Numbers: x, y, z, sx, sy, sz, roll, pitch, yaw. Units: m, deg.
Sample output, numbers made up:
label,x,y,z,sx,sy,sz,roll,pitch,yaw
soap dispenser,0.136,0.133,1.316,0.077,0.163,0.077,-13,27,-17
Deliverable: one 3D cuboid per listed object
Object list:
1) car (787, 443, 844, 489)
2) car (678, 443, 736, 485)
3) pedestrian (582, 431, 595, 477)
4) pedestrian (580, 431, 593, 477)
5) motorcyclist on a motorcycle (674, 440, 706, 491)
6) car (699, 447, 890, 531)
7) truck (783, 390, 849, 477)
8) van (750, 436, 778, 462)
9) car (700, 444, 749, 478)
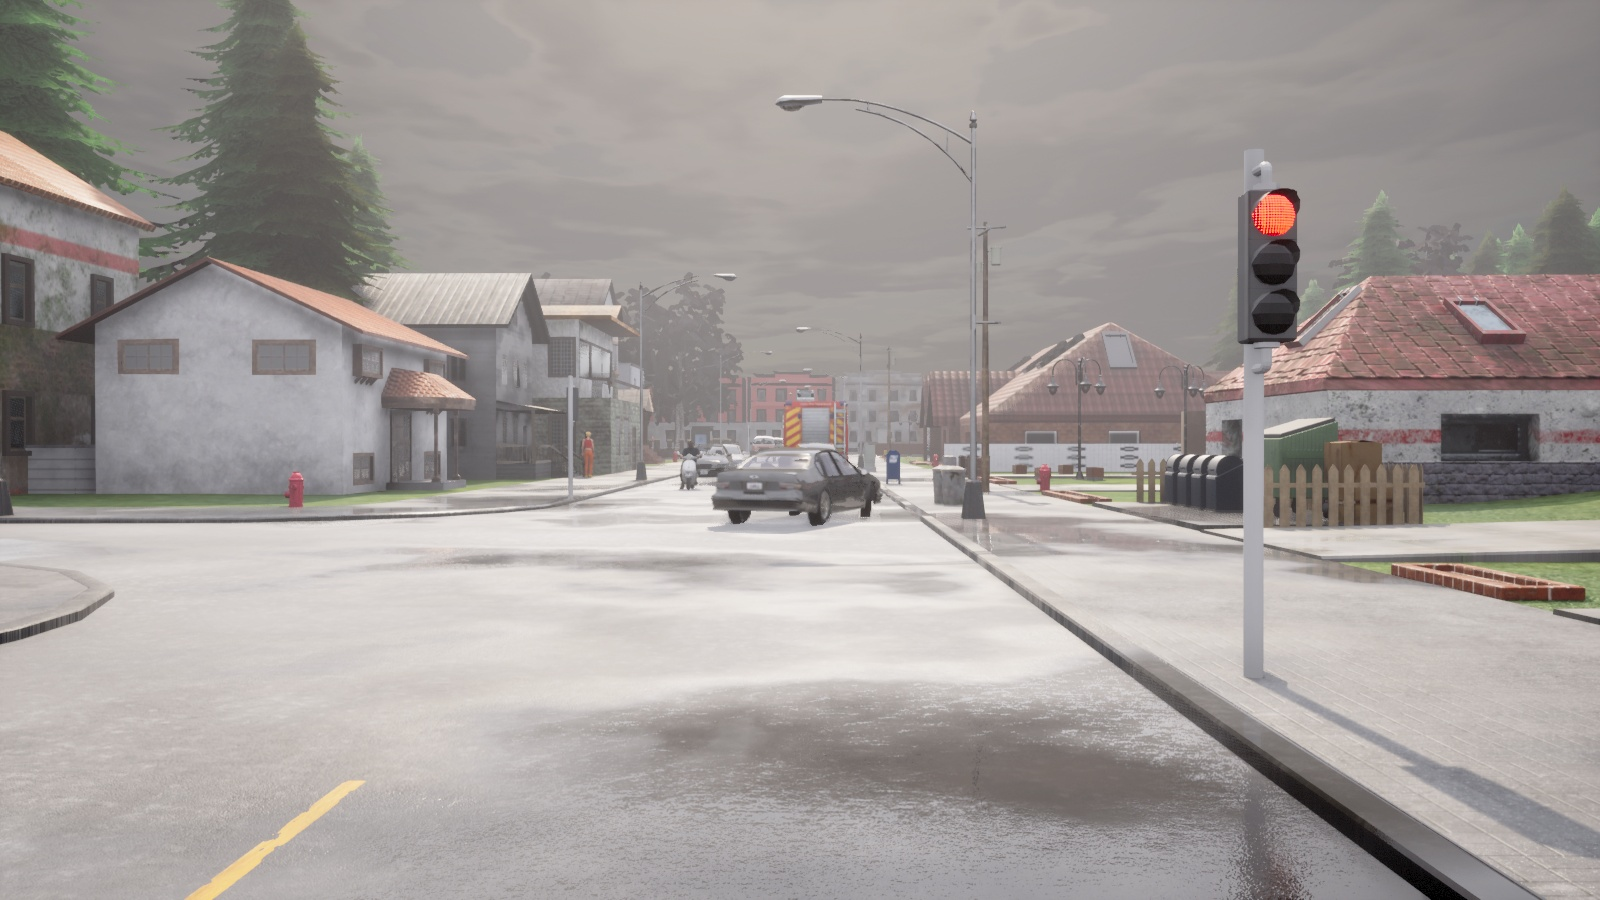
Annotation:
label,x,y,z,sx,sy,sz,roll,pitch,yaw
car,0.536,0.508,43.151,1.837,1.490,4.892,0,0,1
car,-3.419,0.492,46.936,1.816,1.474,4.193,0,0,1
pedestrian,-8.433,0.167,50.097,0.345,1.836,0.594,0,0,8
pedestrian,-8.663,0.162,50.864,0.370,1.835,0.726,0,0,3
motorcyclist on a motorcycle,-3.507,0.470,40.226,0.866,1.590,1.817,0,0,1
car,0.067,0.657,24.327,2.033,1.411,5.357,0,0,19
truck,0.732,-0.752,59.198,2.891,3.827,8.468,0,0,1
van,-2.797,-0.084,97.704,2.069,2.038,4.480,0,0,0
car,-3.314,0.455,55.688,1.812,1.442,4.674,0,0,1
